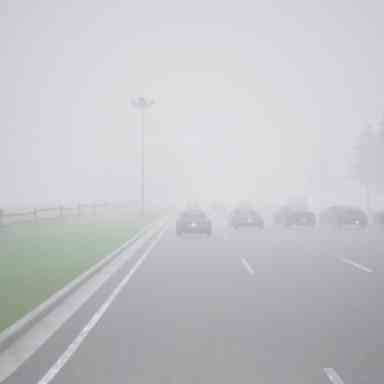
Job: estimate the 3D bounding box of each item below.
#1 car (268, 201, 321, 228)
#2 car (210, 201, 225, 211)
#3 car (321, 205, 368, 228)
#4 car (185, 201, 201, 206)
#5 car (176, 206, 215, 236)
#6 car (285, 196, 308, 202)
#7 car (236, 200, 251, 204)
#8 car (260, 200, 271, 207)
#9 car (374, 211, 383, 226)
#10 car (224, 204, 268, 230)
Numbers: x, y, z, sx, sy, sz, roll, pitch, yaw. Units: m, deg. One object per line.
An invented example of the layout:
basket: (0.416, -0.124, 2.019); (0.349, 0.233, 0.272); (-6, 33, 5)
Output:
car: (7.101, 1.665, 23.590); (1.882, 1.535, 5.008); (0, -1, 0)
car: (3.601, 1.933, 46.671); (1.994, 1.385, 4.181); (0, 0, 0)
car: (10.600, 1.694, 23.737); (1.837, 1.490, 4.892); (0, 0, 0)
car: (0.101, 1.873, 41.152); (2.033, 1.411, 5.357); (0, 0, 0)
car: (0.101, 1.720, 19.620); (1.994, 1.385, 4.181); (0, -1, 0)
car: (14.101, 1.580, 45.431); (2.150, 2.045, 5.566); (0, -1, 0)
car: (7.101, 1.855, 45.956); (2.128, 1.511, 4.902); (0, 0, 0)
car: (10.588, 1.896, 46.774); (1.812, 1.442, 4.674); (0, -1, 0)
car: (14.101, 1.667, 22.126); (2.128, 1.511, 4.902); (0, 0, 0)
car: (3.600, 1.746, 22.898); (1.994, 1.385, 4.181); (0, 0, 0)
